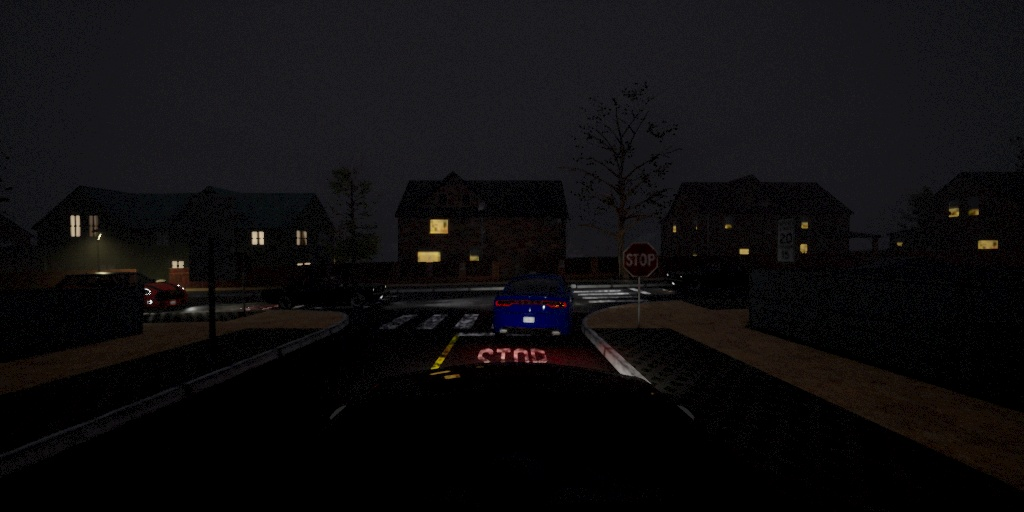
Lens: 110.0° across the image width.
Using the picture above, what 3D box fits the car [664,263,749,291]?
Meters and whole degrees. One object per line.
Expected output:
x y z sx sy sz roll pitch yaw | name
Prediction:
10.407 1.033 18.319 4.718 1.301 1.895 -1 1 -1 | car

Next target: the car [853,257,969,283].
20.053 0.752 18.357 5.357 1.411 2.033 -1 1 0 | car

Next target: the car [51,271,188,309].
-16.801 1.471 15.379 4.553 1.767 2.097 -1 1 0 | car

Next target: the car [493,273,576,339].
0.785 1.226 10.182 1.882 1.535 5.008 0 0 10 | car

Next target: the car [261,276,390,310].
-7.814 1.505 15.388 4.718 1.301 1.895 -1 1 0 | car
